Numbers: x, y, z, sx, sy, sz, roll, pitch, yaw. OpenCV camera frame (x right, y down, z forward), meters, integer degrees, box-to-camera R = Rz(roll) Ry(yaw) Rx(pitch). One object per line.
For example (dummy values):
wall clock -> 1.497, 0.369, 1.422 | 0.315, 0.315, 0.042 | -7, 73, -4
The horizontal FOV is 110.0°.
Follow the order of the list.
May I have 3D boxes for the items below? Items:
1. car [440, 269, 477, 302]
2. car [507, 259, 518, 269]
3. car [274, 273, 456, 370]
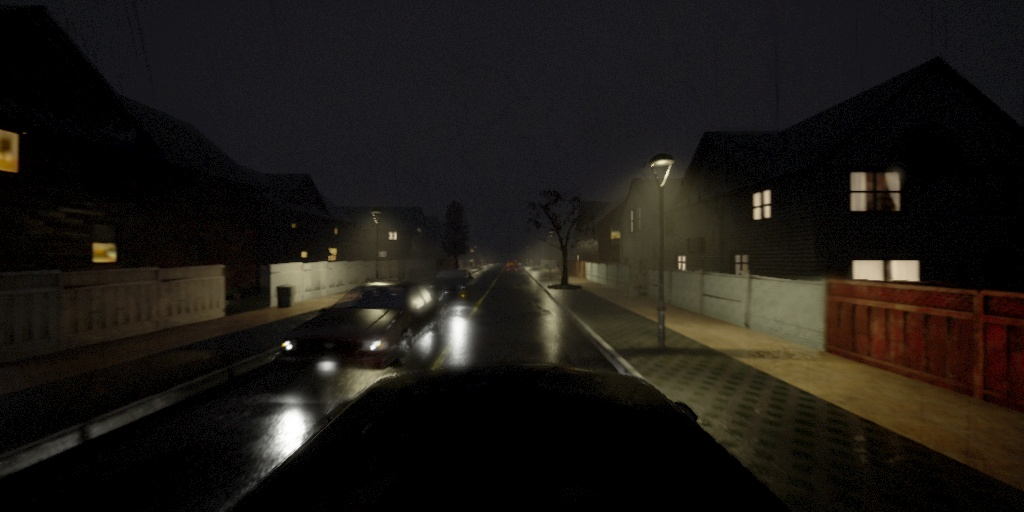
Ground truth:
car -> -2.745, 1.328, 16.776 | 1.994, 1.385, 4.181 | 0, 0, 0
car -> 0.020, 1.367, 61.966 | 1.882, 1.535, 5.008 | 0, 0, 0
car -> -2.801, 1.299, 8.133 | 2.033, 1.411, 5.357 | 0, 0, 1
